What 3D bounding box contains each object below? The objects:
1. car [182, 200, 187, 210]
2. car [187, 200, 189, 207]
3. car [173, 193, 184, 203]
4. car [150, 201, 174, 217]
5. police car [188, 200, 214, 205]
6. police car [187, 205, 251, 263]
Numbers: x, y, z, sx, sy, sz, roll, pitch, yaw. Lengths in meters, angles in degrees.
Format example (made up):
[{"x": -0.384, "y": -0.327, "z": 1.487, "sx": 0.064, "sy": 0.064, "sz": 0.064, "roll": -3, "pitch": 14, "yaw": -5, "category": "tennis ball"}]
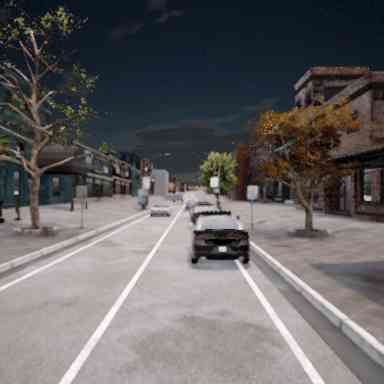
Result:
[{"x": -0.012, "y": 1.862, "z": 48.802, "sx": 2.033, "sy": 1.411, "sz": 5.357, "roll": 0, "pitch": 0, "yaw": 0, "category": "car"}, {"x": 0.891, "y": 1.531, "z": 28.222, "sx": 2.097, "sy": 1.767, "sz": 4.553, "roll": 0, "pitch": 0, "yaw": 0, "category": "car"}, {"x": -3.022, "y": 1.353, "z": 73.994, "sx": 2.150, "sy": 2.045, "sz": 5.566, "roll": 0, "pitch": 0, "yaw": 0, "category": "car"}, {"x": -3.107, "y": 1.818, "z": 33.516, "sx": 1.895, "sy": 1.301, "sz": 4.718, "roll": 0, "pitch": 0, "yaw": 0, "category": "car"}, {"x": 0.893, "y": 1.564, "z": 22.362, "sx": 1.930, "sy": 1.638, "sz": 5.238, "roll": 0, "pitch": 0, "yaw": 0, "category": "police car"}, {"x": 0.896, "y": 1.494, "z": 12.362, "sx": 1.930, "sy": 1.638, "sz": 5.238, "roll": 0, "pitch": 0, "yaw": 0, "category": "police car"}]
